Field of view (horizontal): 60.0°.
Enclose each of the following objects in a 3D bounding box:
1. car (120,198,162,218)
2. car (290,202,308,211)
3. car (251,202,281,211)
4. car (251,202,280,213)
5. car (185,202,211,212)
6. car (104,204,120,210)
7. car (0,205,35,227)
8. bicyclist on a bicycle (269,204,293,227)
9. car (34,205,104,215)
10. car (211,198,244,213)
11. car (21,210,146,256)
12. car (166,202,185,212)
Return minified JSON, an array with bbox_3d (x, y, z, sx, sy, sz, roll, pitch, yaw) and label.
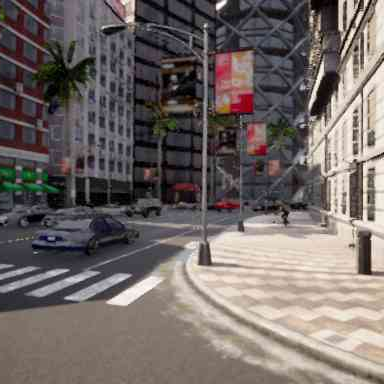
[{"bbox_3d":[-5.121,1.660,35.991,2.150,2.045,5.566,0,-1,18],"label":"car"},{"bbox_3d":[18.969,2.440,57.070,5.008,1.535,1.882,1,-1,-32],"label":"car"},{"bbox_3d":[12.852,2.452,57.308,5.357,1.411,2.033,1,-1,-37],"label":"car"},{"bbox_3d":[10.989,2.341,50.418,2.033,1.411,5.357,0,-1,43],"label":"car"},{"bbox_3d":[1.777,2.248,50.362,2.033,1.411,5.357,0,-1,35],"label":"car"},{"bbox_3d":[-8.939,1.993,35.381,1.895,1.301,4.718,0,-1,17],"label":"car"},{"bbox_3d":[-12.025,1.708,24.595,2.128,1.511,4.902,0,-1,15],"label":"car"},{"bbox_3d":[6.284,1.684,23.425,1.656,1.620,0.582,0,-1,15],"label":"bicyclist on a bicycle"},{"bbox_3d":[-8.598,1.746,23.855,1.837,1.490,4.892,0,-1,16],"label":"car"},{"bbox_3d":[5.622,1.948,49.462,2.150,2.045,5.566,0,-1,37],"label":"car"},{"bbox_3d":[-4.139,1.699,13.946,2.033,1.411,5.357,0,-1,17],"label":"car"},{"bbox_3d":[-1.990,2.197,50.983,1.812,1.442,4.674,0,-1,34],"label":"car"}]
